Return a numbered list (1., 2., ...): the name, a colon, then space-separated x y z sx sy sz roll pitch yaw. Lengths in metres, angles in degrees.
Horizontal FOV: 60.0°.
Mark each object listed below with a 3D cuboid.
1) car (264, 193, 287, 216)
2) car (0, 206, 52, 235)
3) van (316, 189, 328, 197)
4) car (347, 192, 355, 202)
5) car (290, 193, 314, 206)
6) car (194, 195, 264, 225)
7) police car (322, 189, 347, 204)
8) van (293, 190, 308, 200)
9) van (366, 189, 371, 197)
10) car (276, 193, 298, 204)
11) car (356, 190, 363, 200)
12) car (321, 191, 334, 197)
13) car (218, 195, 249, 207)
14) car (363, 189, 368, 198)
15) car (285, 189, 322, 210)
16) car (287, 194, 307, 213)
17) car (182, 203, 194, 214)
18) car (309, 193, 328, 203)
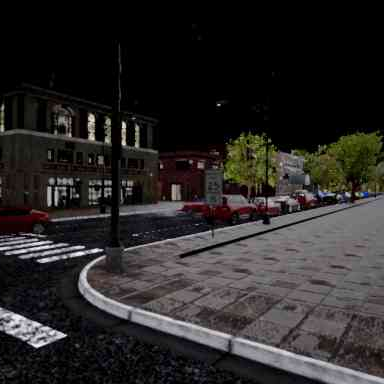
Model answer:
1. car: 5.754 1.150 26.763 1.967 1.590 4.097 1 2 34
2. car: -8.943 1.394 15.602 1.812 1.442 4.674 1 1 34
3. van: 30.206 0.293 77.189 1.690 1.788 3.998 2 2 34
4. car: 23.634 0.688 52.083 2.097 1.767 4.553 1 1 34
5. car: 14.920 0.968 44.790 1.812 1.442 4.674 1 1 35
6. car: 2.618 1.092 22.191 2.192 1.841 5.009 1 2 34
7. police car: 19.769 0.845 46.415 1.930 1.638 5.238 1 1 34
8. van: 20.796 0.500 63.481 1.690 1.788 3.998 1 2 34
9. van: 40.260 0.299 77.029 1.690 1.788 3.998 1 2 34
10. car: 14.004 0.905 48.874 1.812 1.442 4.674 1 1 35
11. car: 30.847 0.748 63.325 1.802 1.307 4.206 1 2 34
12. car: 33.340 0.433 81.765 2.008 1.369 4.403 2 2 34
13. car: 5.110 1.066 40.637 1.947 1.339 4.313 1 2 34
14. car: 34.080 0.620 68.033 1.752 1.417 4.829 1 2 34
15. car: 12.029 0.891 35.901 2.192 1.841 5.009 1 2 34
16. car: 8.890 1.193 31.336 2.008 1.369 4.403 1 2 34
17. car: 1.100 1.255 30.234 1.895 1.301 4.718 1 1 34
18. car: 19.923 0.858 52.179 1.812 1.442 4.674 1 1 34
